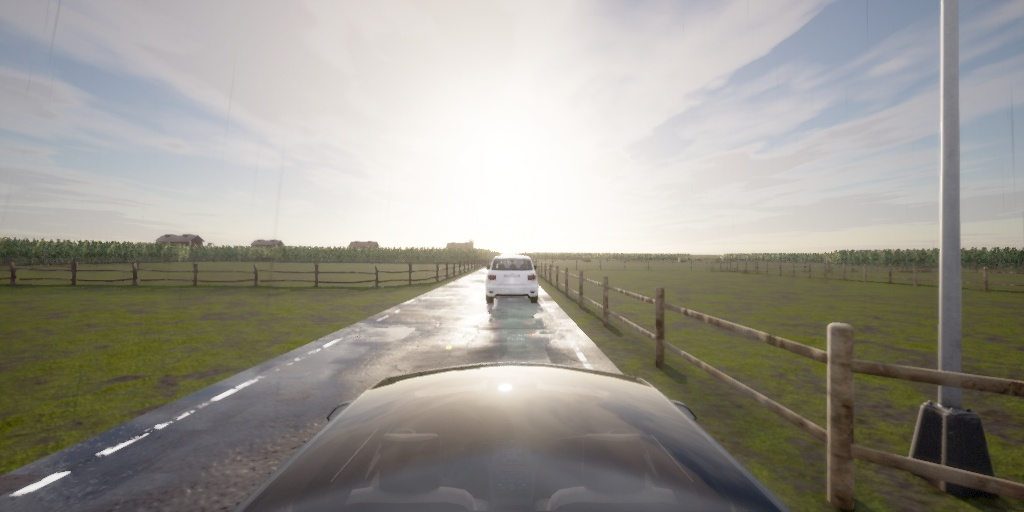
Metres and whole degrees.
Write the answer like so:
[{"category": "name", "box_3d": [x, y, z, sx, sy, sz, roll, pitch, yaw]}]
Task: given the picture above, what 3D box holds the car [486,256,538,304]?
[{"category": "car", "box_3d": [0.000, 1.007, 16.530, 2.150, 2.045, 5.566, 0, 0, 0]}]
